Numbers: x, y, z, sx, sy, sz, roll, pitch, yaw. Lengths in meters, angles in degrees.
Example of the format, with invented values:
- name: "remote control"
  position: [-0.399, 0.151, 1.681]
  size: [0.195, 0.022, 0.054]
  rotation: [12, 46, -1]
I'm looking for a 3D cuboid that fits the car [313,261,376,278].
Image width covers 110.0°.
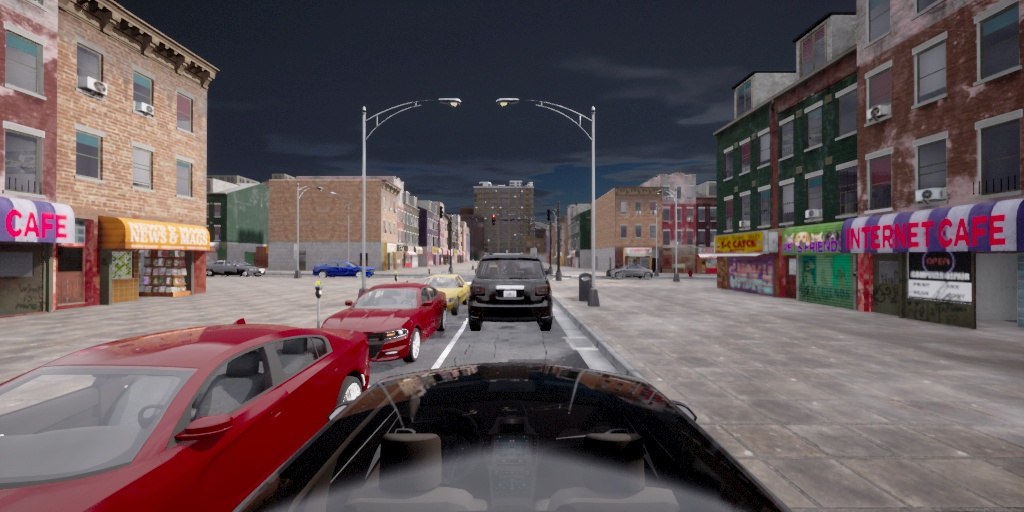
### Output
- name: "car"
  position: [-14.355, 1.155, 30.803]
  size: [5.008, 1.535, 1.882]
  rotation: [0, 0, -1]

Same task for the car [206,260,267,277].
- name: "car"
  position: [-23.854, 1.102, 30.767]
  size: [4.902, 1.511, 2.128]
  rotation: [0, 0, 0]

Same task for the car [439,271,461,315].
- name: "car"
  position: [-2.625, 1.282, 13.533]
  size: [1.751, 1.417, 4.829]
  rotation: [0, 0, 0]

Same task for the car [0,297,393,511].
- name: "car"
  position: [-2.636, 1.295, 2.715]
  size: [1.888, 1.381, 4.507]
  rotation: [0, 0, 0]

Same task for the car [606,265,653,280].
- name: "car"
  position: [11.063, 1.487, 33.861]
  size: [4.181, 1.385, 1.994]
  rotation: [1, 0, -1]

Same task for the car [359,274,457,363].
- name: "car"
  position: [-2.630, 1.298, 8.210]
  size: [1.888, 1.381, 4.507]
  rotation: [0, 0, 0]

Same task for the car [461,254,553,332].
- name: "car"
  position: [-0.019, 0.976, 11.026]
  size: [2.150, 2.045, 5.566]
  rotation: [0, 0, 1]
